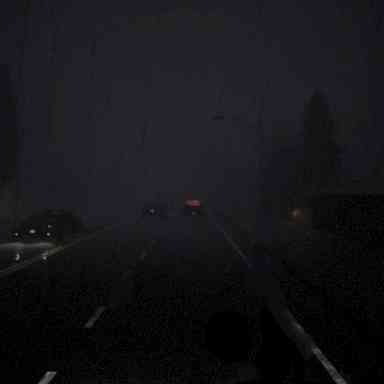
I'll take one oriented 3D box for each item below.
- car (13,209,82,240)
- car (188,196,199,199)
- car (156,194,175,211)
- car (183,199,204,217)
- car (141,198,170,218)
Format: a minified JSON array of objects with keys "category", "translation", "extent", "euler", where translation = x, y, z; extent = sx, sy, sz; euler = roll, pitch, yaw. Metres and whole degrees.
[{"category":"car","translation":[-7.044,1.556,16.670],"extent":[1.994,1.385,4.181],"euler":[0,0,0]},{"category":"car","translation":[0.181,1.335,43.471],"extent":[2.097,1.767,4.553],"euler":[0,0,0]},{"category":"car","translation":[-3.334,1.209,41.212],"extent":[2.150,2.045,5.566],"euler":[0,0,1]},{"category":"car","translation":[0.162,1.590,31.418],"extent":[1.895,1.301,4.718],"euler":[0,0,0]},{"category":"car","translation":[-3.347,1.552,30.055],"extent":[1.994,1.385,4.181],"euler":[0,0,0]}]
